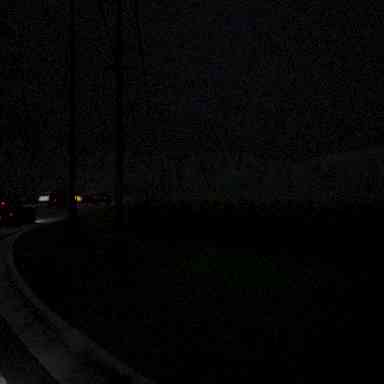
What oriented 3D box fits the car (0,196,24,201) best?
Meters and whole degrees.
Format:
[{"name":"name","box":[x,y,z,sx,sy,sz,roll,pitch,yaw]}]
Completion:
[{"name":"car","box":[-24.891,1.520,44.787,1.895,1.301,4.718,0,0,-6]}]

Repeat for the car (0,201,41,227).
[{"name":"car","box":[-11.999,1.524,22.251,1.994,1.385,4.181,0,0,-7]}]

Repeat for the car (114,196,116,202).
[{"name":"car","box":[-16.878,1.454,69.911,1.994,1.385,4.181,0,0,-6]}]

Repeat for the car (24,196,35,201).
[{"name":"car","box":[-30.035,1.443,60.753,2.033,1.411,5.357,0,0,-5]}]

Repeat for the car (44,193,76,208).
[{"name":"car","box":[-17.943,1.147,45.675,2.150,2.045,5.566,0,0,-6]}]

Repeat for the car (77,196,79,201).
[{"name":"car","box":[-23.853,1.203,69.298,1.882,1.535,5.008,0,0,-6]}]

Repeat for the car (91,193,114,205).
[{"name":"car","box":[-15.663,1.138,58.403,2.150,2.045,5.566,0,0,-5]}]

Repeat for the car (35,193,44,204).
[{"name":"car","box":[-26.633,1.121,62.039,2.150,2.045,5.566,0,0,-5]}]

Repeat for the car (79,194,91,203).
[{"name":"car","box":[-19.799,1.255,64.231,2.097,1.767,4.553,0,0,-5]}]
